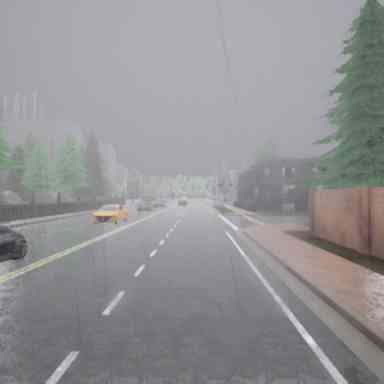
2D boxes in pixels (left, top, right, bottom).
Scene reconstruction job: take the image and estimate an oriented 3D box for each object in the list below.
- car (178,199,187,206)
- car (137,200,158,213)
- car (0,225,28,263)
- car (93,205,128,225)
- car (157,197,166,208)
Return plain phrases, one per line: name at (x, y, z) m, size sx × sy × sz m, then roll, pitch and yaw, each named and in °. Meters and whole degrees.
car at (-2.043, 2.336, 74.245) m, size 1.882 × 1.535 × 5.008 m, roll 0°, pitch -1°, yaw 1°
car at (-6.227, 2.018, 44.856) m, size 1.837 × 1.490 × 4.892 m, roll 0°, pitch -1°, yaw 1°
car at (-6.920, 1.675, 10.245) m, size 1.994 × 1.385 × 4.181 m, roll 0°, pitch -1°, yaw 1°
car at (-6.582, 1.785, 27.200) m, size 1.882 × 1.535 × 5.008 m, roll 0°, pitch -1°, yaw 1°
car at (-5.835, 2.211, 61.691) m, size 1.837 × 1.490 × 4.892 m, roll 0°, pitch 0°, yaw 2°
